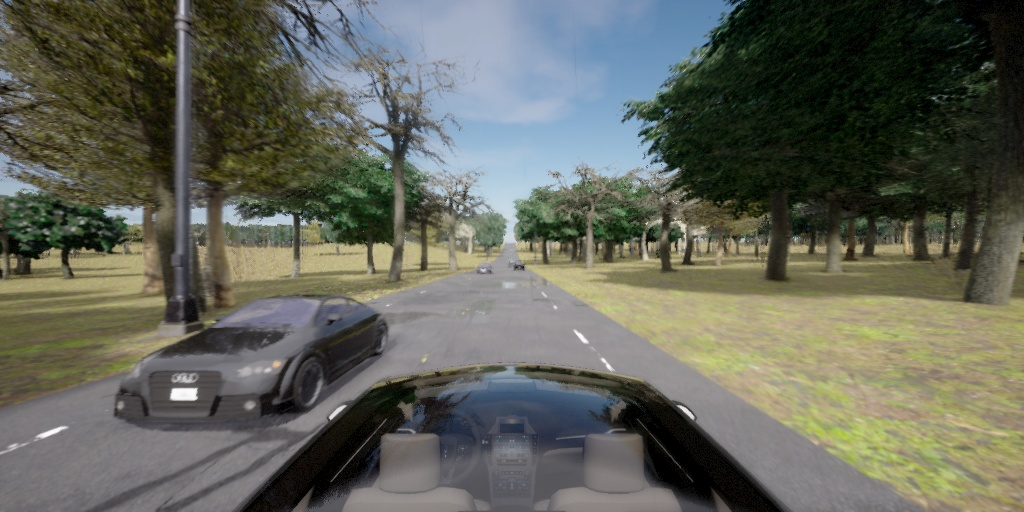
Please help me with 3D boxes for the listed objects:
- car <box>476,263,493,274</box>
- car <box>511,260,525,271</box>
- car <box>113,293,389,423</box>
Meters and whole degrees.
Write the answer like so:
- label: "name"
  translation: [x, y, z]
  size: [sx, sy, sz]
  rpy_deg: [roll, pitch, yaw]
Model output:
- label: "car"
  translation: [-3.550, 1.615, 46.703]
  size: [1.812, 1.442, 4.674]
  rpy_deg: [0, 0, 0]
- label: "car"
  translation: [1.240, 1.705, 61.307]
  size: [1.882, 1.535, 5.008]
  rpy_deg: [0, 0, 0]
- label: "car"
  translation: [-3.598, 1.342, 5.925]
  size: [1.994, 1.385, 4.181]
  rpy_deg: [0, 0, 0]
